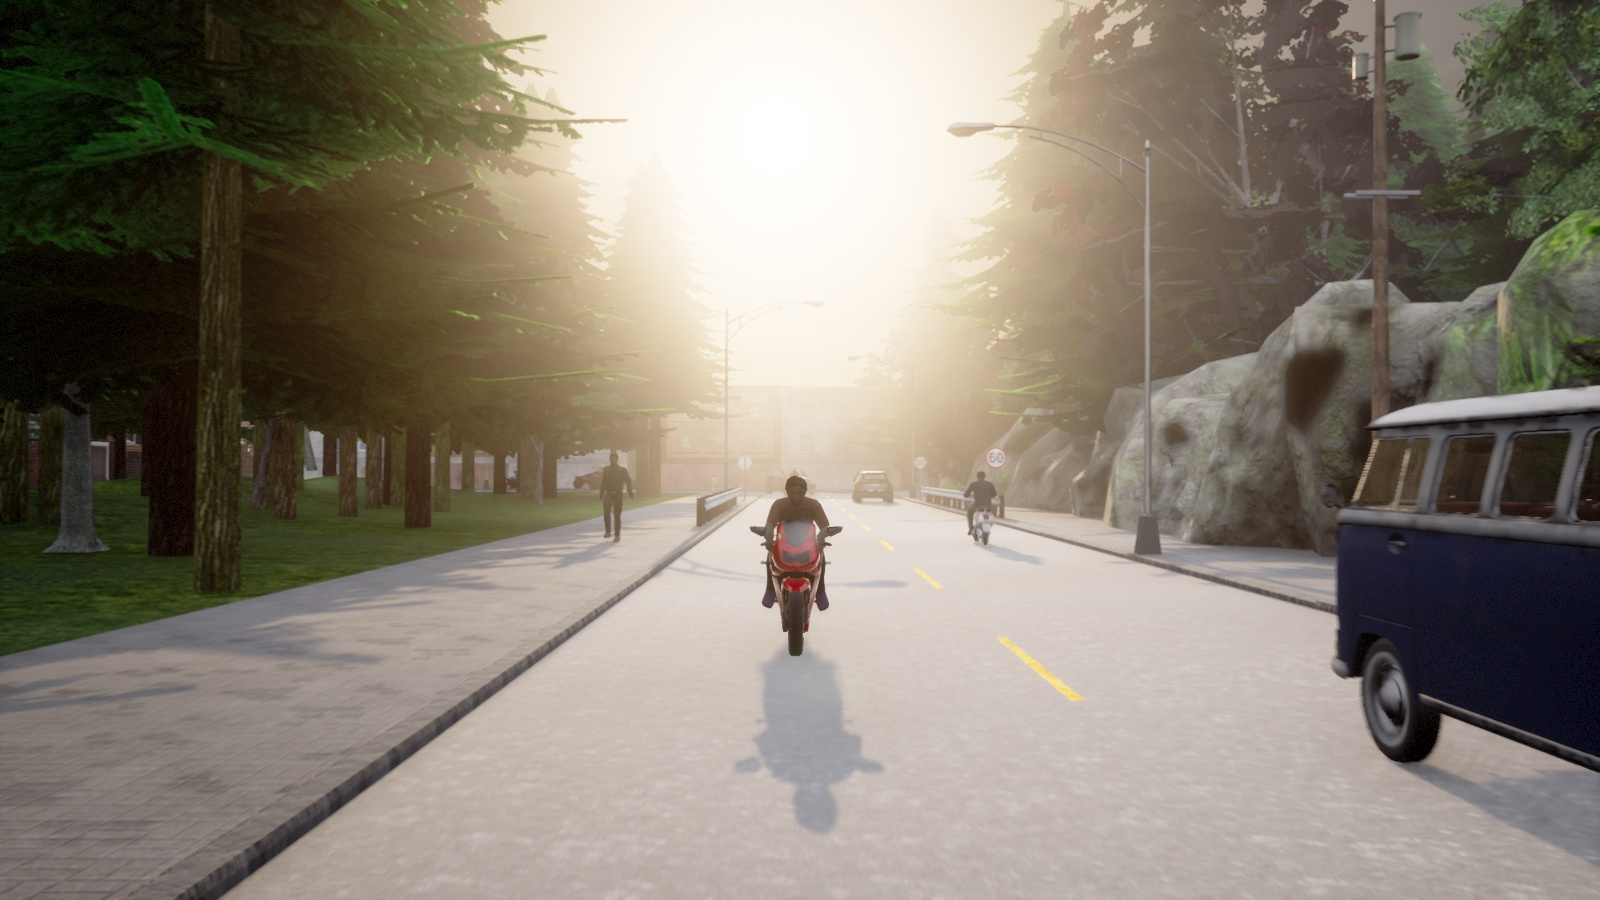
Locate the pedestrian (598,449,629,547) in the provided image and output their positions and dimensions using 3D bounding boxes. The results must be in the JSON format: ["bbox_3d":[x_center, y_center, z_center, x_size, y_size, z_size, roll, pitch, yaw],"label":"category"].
[{"bbox_3d":[-3.761,0.964,25.379,0.423,1.949,0.788,0,-1,7],"label":"pedestrian"}]

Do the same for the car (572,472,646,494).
[{"bbox_3d":[-13.706,2.359,90.323,5.008,1.535,1.882,0,-1,0],"label":"car"}]

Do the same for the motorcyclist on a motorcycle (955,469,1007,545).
[{"bbox_3d":[3.935,1.211,27.392,0.866,1.590,1.817,0,-1,0],"label":"motorcyclist on a motorcycle"}]

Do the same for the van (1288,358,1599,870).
[{"bbox_3d":[3.985,0.647,5.714,1.775,1.987,4.442,0,-1,0],"label":"van"}]

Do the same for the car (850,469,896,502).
[{"bbox_3d":[3.731,1.814,64.768,2.033,1.649,4.856,0,-1,0],"label":"car"}]

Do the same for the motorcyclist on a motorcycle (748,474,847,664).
[{"bbox_3d":[-0.027,0.984,11.205,0.797,1.523,2.044,0,-1,0],"label":"motorcyclist on a motorcycle"}]

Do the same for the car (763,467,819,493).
[{"bbox_3d":[-0.647,1.996,83.608,2.152,1.651,5.027,0,-1,-20],"label":"car"}]
